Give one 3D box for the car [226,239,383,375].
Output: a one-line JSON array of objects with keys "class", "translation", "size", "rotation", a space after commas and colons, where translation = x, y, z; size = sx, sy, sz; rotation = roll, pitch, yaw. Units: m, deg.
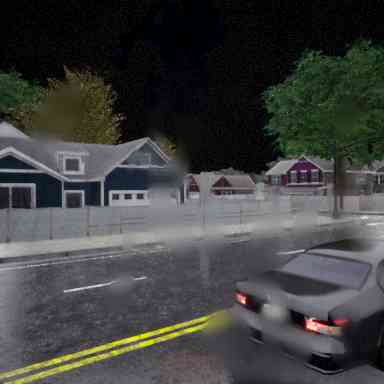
[{"class": "car", "translation": [3.052, 1.539, 5.642], "size": [5.357, 1.411, 2.033], "rotation": [0, 0, -36]}]
